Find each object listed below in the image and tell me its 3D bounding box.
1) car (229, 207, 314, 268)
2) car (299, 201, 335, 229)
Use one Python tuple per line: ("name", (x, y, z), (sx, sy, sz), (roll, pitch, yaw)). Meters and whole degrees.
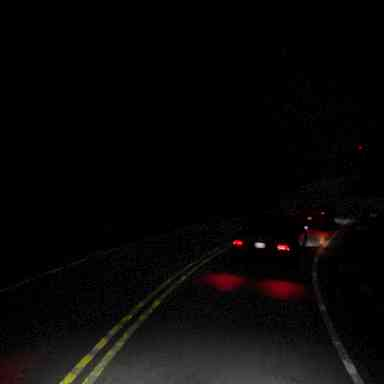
("car", (2.732, 1.434, 11.068), (2.033, 1.411, 5.357), (2, 1, 22))
("car", (7.760, 1.301, 20.810), (1.882, 1.535, 5.008), (3, 2, 28))
